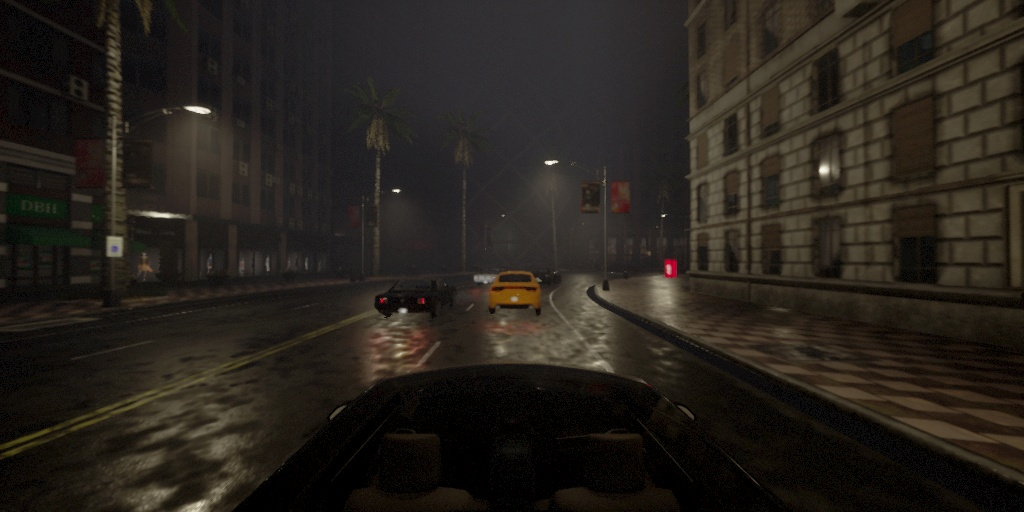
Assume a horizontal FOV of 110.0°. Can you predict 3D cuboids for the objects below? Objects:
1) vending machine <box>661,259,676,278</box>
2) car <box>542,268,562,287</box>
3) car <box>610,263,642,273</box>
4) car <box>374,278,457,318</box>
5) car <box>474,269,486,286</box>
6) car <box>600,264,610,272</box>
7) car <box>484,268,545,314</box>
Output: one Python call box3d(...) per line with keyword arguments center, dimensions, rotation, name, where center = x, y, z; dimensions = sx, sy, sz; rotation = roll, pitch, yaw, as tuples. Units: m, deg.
box3d(center=(16.395, 1.317, 37.094), dimensions=(1.100, 2.100, 0.880), rotation=(0, 0, 45), name="vending machine")
box3d(center=(2.573, 1.590, 27.967), dimensions=(1.994, 1.385, 4.181), rotation=(0, -1, 20), name="car")
box3d(center=(17.764, 1.871, 54.820), dimensions=(4.181, 1.385, 1.994), rotation=(0, -1, -22), name="car")
box3d(center=(-3.364, 1.475, 13.573), dimensions=(1.895, 1.301, 4.718), rotation=(0, -1, 2), name="car")
box3d(center=(-1.185, 1.625, 27.894), dimensions=(1.895, 1.301, 4.718), rotation=(0, -1, 19), name="car")
box3d(center=(16.543, 1.867, 58.140), dimensions=(4.674, 1.442, 1.812), rotation=(0, -1, -23), name="car")
box3d(center=(0.175, 1.363, 14.578), dimensions=(1.882, 1.535, 5.008), rotation=(0, -1, 2), name="car")
